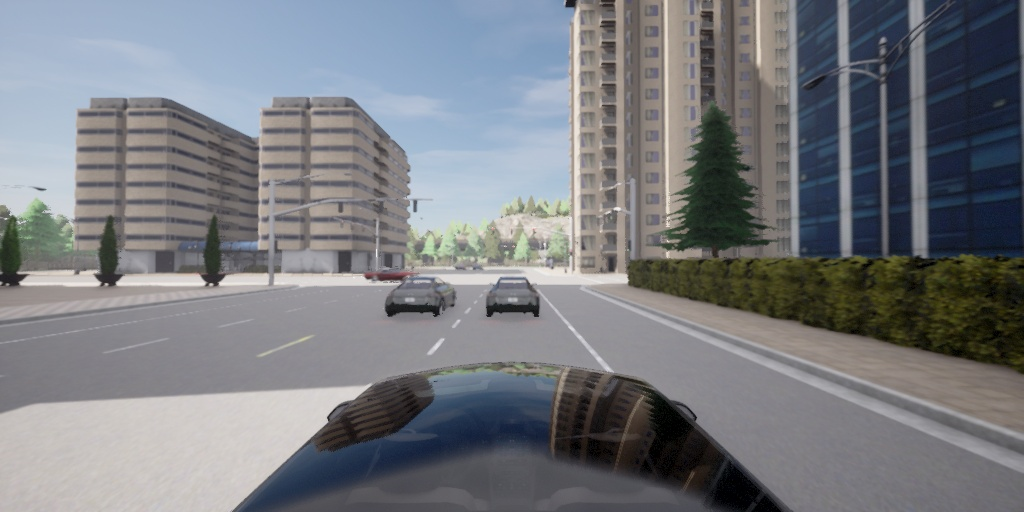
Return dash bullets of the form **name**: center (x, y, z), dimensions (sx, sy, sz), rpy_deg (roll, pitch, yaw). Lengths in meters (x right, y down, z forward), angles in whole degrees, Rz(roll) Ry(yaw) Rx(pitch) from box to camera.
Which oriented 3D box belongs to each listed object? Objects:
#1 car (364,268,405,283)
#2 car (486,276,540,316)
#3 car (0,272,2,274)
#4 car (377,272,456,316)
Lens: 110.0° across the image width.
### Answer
- **car**: center (-10.807, 1.767, 32.637), dimensions (4.718, 1.301, 1.895), rpy_deg (0, -1, 1)
- **car**: center (0.049, 1.488, 14.219), dimensions (1.994, 1.385, 4.181), rpy_deg (0, -1, 1)
- **car**: center (-48.819, 1.792, 33.025), dimensions (4.718, 1.301, 1.895), rpy_deg (0, -1, 1)
- **car**: center (-3.452, 1.488, 14.210), dimensions (1.994, 1.385, 4.181), rpy_deg (0, -1, 1)
